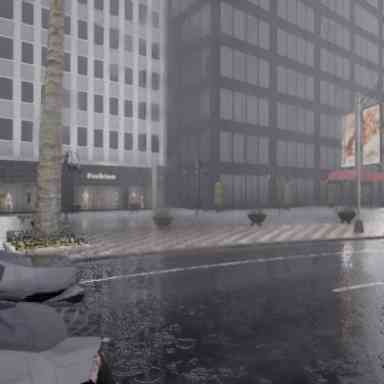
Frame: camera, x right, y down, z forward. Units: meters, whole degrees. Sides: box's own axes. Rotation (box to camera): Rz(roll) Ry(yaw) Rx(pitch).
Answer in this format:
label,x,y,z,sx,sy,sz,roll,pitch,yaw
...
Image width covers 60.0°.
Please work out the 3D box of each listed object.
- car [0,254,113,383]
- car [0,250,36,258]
label,x,y,z,sx,sy,sz,roll,pitch,yaw
car,-2.873,1.484,1.707,4.902,1.511,2.128,0,0,-34
car,-4.429,1.540,4.973,5.357,1.411,2.033,0,0,-34
